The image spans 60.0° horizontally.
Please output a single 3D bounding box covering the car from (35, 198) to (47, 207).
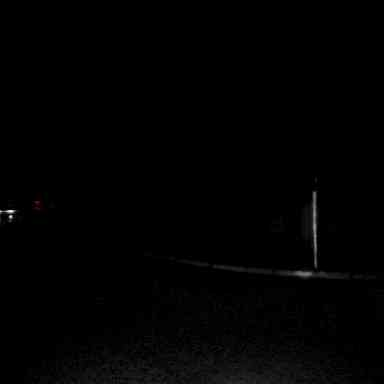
[{"bbox_3d":[-25.909,1.854,57.685,1.837,1.490,4.892,-1,0,-16],"label":"car"}]

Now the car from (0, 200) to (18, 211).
[{"bbox_3d":[-27.413,1.941,49.862,1.812,1.442,4.674,-1,1,-15],"label":"car"}]
